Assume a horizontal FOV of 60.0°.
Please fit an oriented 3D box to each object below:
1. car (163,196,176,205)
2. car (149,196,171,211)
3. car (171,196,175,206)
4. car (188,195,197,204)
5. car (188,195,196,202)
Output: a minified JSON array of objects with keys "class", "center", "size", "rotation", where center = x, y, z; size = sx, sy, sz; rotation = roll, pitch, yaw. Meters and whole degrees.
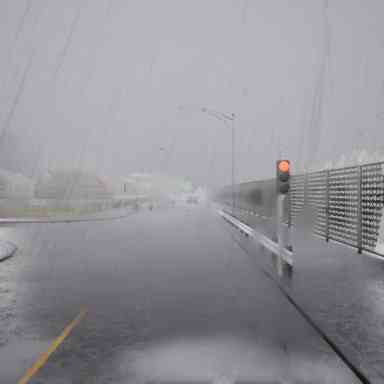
[{"class":"car","center":[-4.090,1.478,61.023],"size":[1.882,1.535,5.008],"rotation":[0,0,0]},{"class":"car","center":[-4.113,1.491,40.632],"size":[2.128,1.511,4.902],"rotation":[0,0,0]},{"class":"car","center":[-4.113,1.564,50.570],"size":[1.994,1.385,4.181],"rotation":[0,0,0]},{"class":"car","center":[0.079,1.492,64.585],"size":[2.128,1.511,4.902],"rotation":[0,0,0]},{"class":"car","center":[-0.031,1.478,77.771],"size":[1.882,1.535,5.008],"rotation":[0,0,0]}]
